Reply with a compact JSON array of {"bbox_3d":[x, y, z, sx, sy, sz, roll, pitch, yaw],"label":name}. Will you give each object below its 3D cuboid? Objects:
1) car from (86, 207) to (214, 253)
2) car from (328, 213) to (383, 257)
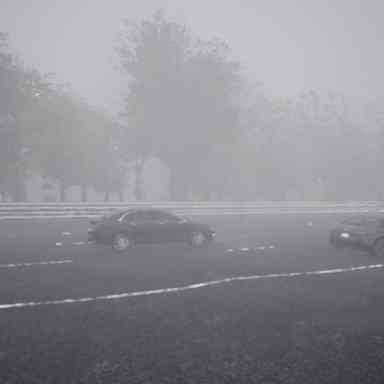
[{"bbox_3d":[-1.489,1.338,12.711,4.892,1.490,1.837,1,0,-24],"label":"car"},{"bbox_3d":[7.292,1.532,12.690,4.181,1.385,1.994,0,1,-24],"label":"car"}]
